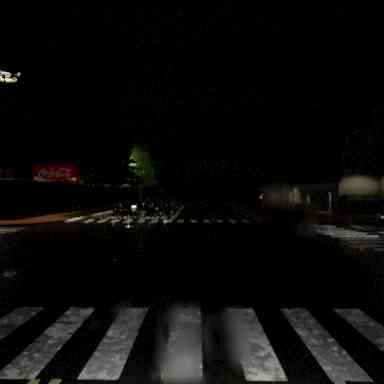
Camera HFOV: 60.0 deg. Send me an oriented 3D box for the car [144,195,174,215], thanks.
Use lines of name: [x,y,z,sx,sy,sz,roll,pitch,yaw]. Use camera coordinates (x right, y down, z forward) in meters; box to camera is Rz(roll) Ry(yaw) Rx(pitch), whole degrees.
car: [-3.451,1.316,35.815,2.150,2.045,5.566,0,0,1]

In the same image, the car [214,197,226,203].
car: [6.353,1.750,74.665,1.994,1.385,4.181,0,0,20]

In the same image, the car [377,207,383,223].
car: [15.067,1.278,21.464,5.566,2.045,2.150,0,0,1]

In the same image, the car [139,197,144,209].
car: [-6.877,1.468,43.860,2.097,1.767,4.553,0,0,1]

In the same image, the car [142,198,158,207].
car: [-6.767,1.706,53.756,1.994,1.385,4.181,0,0,0]

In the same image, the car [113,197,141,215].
car: [-6.955,1.597,34.892,1.837,1.490,4.892,0,0,1]

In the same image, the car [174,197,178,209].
car: [-3.355,1.721,45.578,1.895,1.301,4.718,0,0,1]

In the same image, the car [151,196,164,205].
car: [-6.533,1.647,64.039,1.882,1.535,5.008,0,0,2]
